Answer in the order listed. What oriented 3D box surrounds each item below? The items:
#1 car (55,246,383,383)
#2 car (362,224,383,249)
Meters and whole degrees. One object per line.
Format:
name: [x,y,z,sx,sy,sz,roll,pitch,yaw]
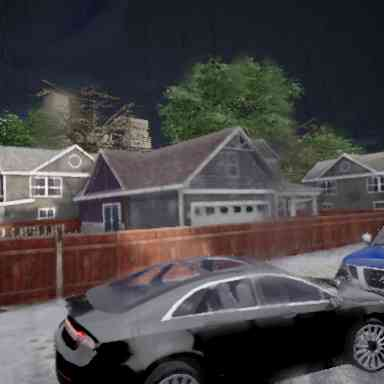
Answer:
car: [0.731,1.686,4.651,4.902,1.511,2.128,1,-2,-25]
car: [5.263,1.439,7.090,5.566,2.045,2.150,0,-4,-39]
